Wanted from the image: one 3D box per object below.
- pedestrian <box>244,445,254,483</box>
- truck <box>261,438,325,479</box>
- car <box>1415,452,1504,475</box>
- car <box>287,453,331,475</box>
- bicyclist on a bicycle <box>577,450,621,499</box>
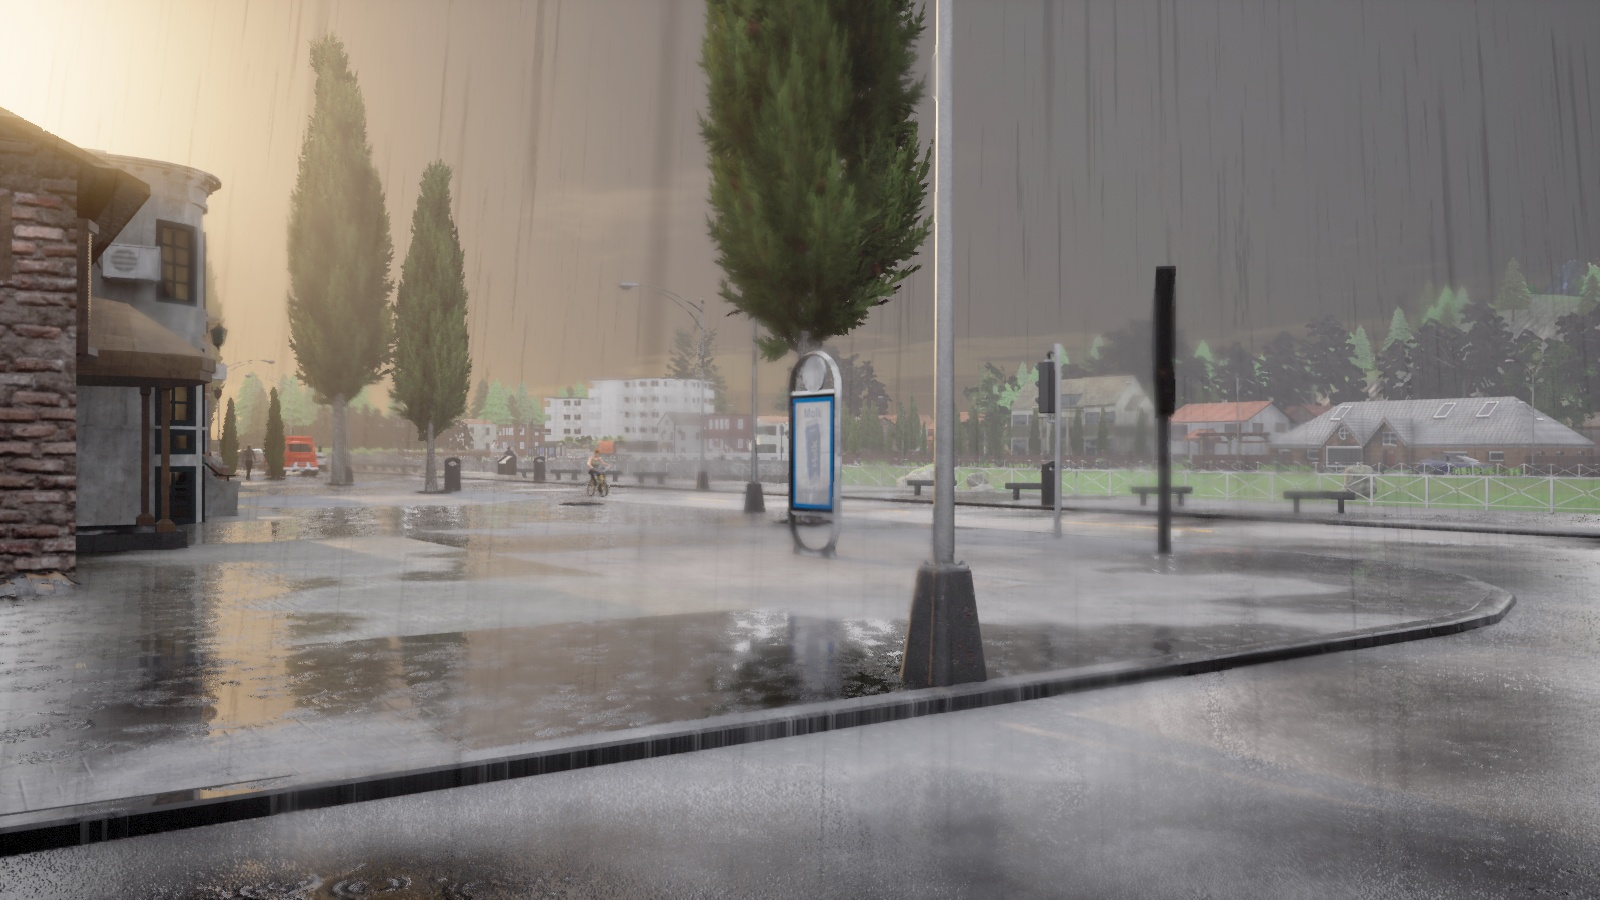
[{"bbox_3d":[-26.845,0.661,61.159,0.331,1.846,0.634,0,0,-34],"label":"pedestrian"},{"bbox_3d":[-31.404,0.515,77.703,2.627,2.467,5.204,0,0,-34],"label":"truck"},{"bbox_3d":[44.013,0.856,83.891,2.163,1.488,4.792,0,0,-34],"label":"car"},{"bbox_3d":[-35.503,0.989,90.726,2.007,1.525,4.514,0,0,-34],"label":"car"},{"bbox_3d":[-6.689,0.798,41.748,0.866,1.612,1.509,0,0,-35],"label":"bicyclist on a bicycle"}]
